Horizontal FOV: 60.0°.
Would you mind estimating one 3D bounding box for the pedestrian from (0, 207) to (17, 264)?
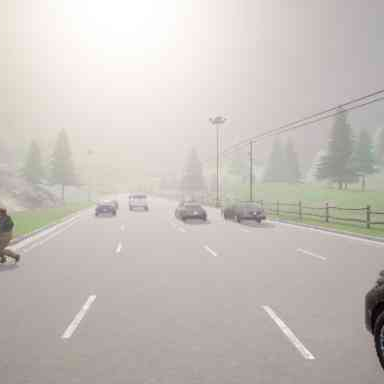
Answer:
[{"bbox_3d":[-5.752,1.294,10.236,0.375,1.860,0.375,0,0,-8],"label":"pedestrian"}]

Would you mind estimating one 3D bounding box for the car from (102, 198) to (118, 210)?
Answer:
[{"bbox_3d":[-10.568,1.526,43.246,1.812,1.442,4.674,0,0,-11],"label":"car"}]

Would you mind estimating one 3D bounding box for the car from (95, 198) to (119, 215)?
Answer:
[{"bbox_3d":[-8.545,1.526,33.219,1.812,1.442,4.674,0,0,-11],"label":"car"}]

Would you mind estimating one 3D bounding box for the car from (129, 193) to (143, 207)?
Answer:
[{"bbox_3d":[-8.980,1.221,53.067,2.150,2.045,5.566,0,0,-11],"label":"car"}]

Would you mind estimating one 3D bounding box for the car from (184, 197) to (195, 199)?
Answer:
[{"bbox_3d":[-0.414,1.489,46.013,2.128,1.511,4.902,0,0,-11],"label":"car"}]

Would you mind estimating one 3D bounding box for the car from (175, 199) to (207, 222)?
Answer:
[{"bbox_3d":[-0.153,1.563,26.898,1.994,1.385,4.181,0,0,-11],"label":"car"}]

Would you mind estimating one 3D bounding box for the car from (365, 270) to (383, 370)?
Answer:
[{"bbox_3d":[3.449,1.220,2.062,2.150,2.045,5.566,0,0,-2],"label":"car"}]

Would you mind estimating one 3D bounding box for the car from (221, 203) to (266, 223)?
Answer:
[{"bbox_3d":[3.794,1.547,25.325,2.033,1.411,5.357,0,0,-12],"label":"car"}]

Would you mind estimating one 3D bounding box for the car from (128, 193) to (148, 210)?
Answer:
[{"bbox_3d":[-6.854,1.221,42.550,2.150,2.045,5.566,0,0,-11],"label":"car"}]
